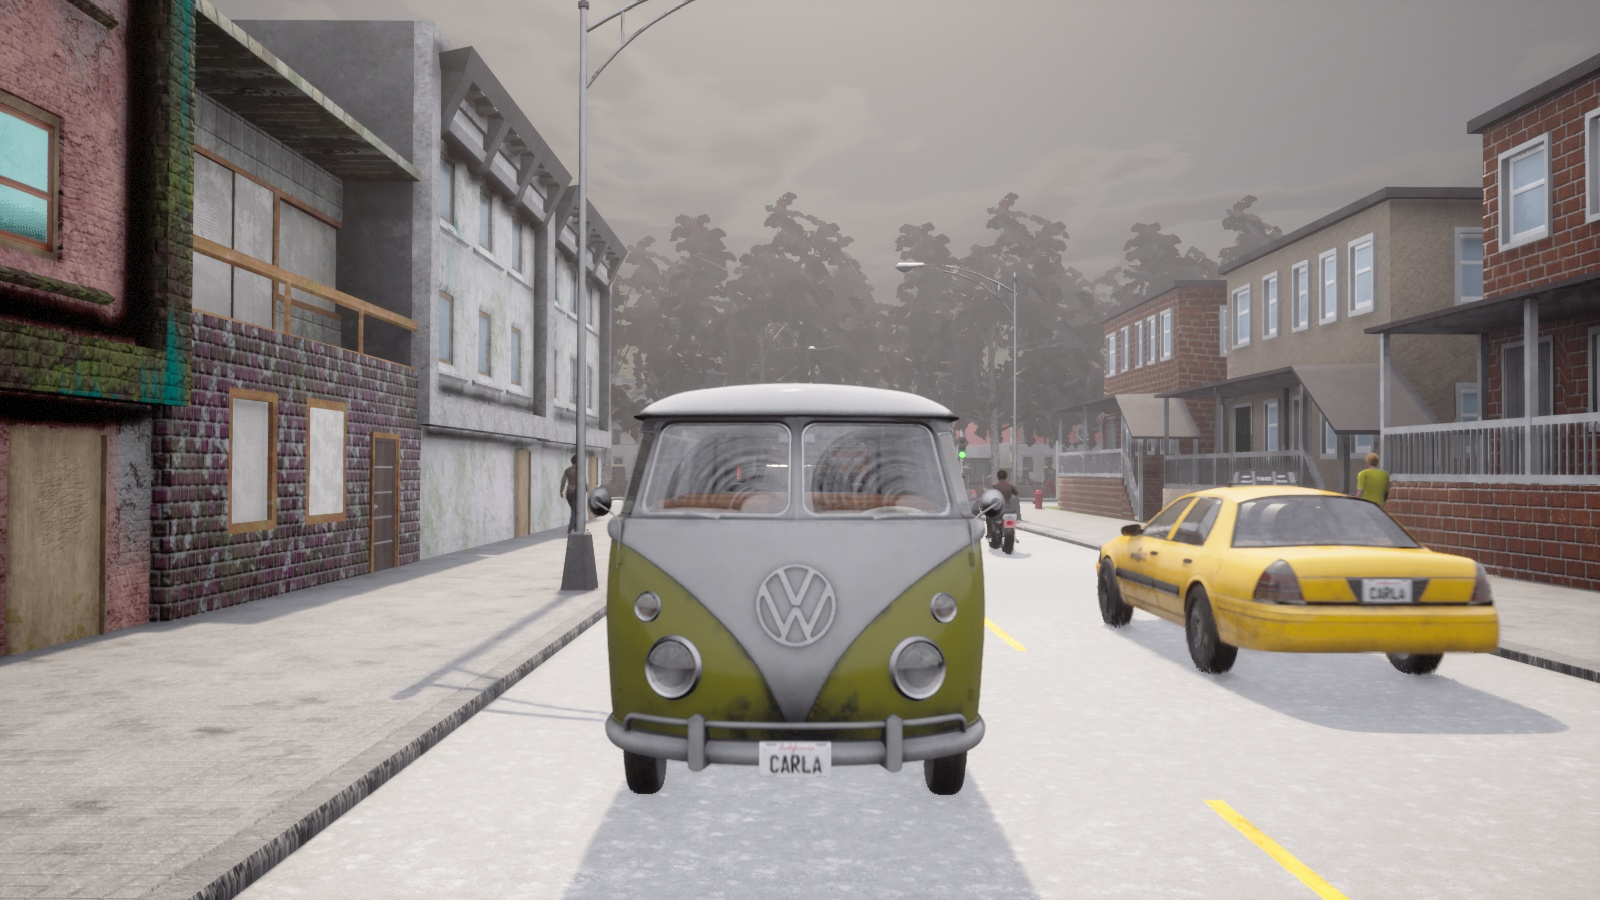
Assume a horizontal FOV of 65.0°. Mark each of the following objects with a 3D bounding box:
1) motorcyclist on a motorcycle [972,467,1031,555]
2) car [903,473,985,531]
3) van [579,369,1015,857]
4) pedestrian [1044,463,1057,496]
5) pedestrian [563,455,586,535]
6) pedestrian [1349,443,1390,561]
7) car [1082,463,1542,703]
[{"bbox_3d":[3.946,1.164,24.762,0.766,1.649,2.350,0,-1,0],"label":"motorcyclist on a motorcycle"},{"bbox_3d":[3.924,1.396,34.816,1.845,1.501,3.633,0,-1,0],"label":"car"},{"bbox_3d":[-0.017,0.687,7.356,1.775,1.987,4.442,0,-1,0],"label":"van"},{"bbox_3d":[13.831,1.630,69.324,0.614,1.847,0.353,0,-1,0],"label":"pedestrian"},{"bbox_3d":[-5.146,1.025,28.681,0.328,1.805,0.869,0,-1,4],"label":"pedestrian"},{"bbox_3d":[9.048,0.822,19.963,0.354,1.836,0.706,0,-1,5],"label":"pedestrian"},{"bbox_3d":[3.976,0.921,10.958,1.801,1.575,5.366,0,-1,0],"label":"car"}]
